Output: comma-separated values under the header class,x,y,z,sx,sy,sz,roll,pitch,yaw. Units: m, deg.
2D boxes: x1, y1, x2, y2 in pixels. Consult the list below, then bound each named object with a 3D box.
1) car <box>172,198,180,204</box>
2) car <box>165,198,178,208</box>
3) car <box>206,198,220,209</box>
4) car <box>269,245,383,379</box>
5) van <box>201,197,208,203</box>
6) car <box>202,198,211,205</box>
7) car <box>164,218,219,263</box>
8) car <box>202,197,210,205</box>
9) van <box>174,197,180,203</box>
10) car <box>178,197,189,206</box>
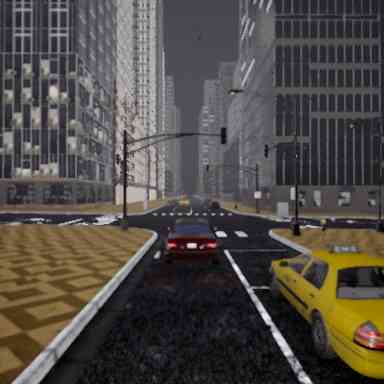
class,x,y,z,sx,sy,sz,roll,pitch,yaw
car,-4.288,2.383,89.900,1.967,1.590,4.097,0,-1,0
car,-4.121,2.255,62.262,1.802,1.307,4.206,0,-1,0
car,3.842,2.184,56.784,1.947,1.339,4.313,0,-1,0
car,2.561,1.589,5.853,1.752,1.417,4.829,0,-1,0
van,3.559,2.337,95.476,1.690,1.788,3.998,0,-1,0
car,3.626,2.331,84.420,1.967,1.590,4.097,0,-1,0
car,0.003,1.682,12.511,2.033,1.411,5.357,0,-1,0
car,3.659,2.153,78.894,2.192,1.841,5.009,0,-1,0
van,-4.321,2.336,95.428,1.690,1.788,3.998,0,-1,0
car,-1.606,2.236,70.687,1.882,1.535,5.008,0,-1,0
